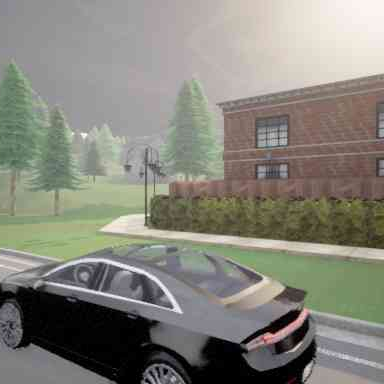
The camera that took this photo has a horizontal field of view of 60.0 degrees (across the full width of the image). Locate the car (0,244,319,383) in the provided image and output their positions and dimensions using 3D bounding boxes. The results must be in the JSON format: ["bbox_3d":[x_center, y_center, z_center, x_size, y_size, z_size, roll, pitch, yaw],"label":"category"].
[{"bbox_3d":[-0.859,1.490,4.601,4.902,1.511,2.128,0,0,36],"label":"car"}]
